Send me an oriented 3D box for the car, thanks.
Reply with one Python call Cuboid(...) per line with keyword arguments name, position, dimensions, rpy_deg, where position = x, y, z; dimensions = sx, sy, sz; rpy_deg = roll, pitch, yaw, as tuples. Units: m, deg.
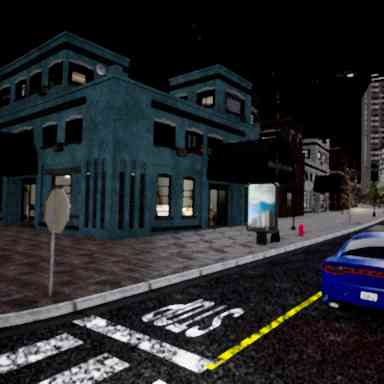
Cuboid(name="car", position=(4.480, 1.641, 7.444), dimensions=(1.882, 1.535, 5.008), rpy_deg=(0, -2, 39))
